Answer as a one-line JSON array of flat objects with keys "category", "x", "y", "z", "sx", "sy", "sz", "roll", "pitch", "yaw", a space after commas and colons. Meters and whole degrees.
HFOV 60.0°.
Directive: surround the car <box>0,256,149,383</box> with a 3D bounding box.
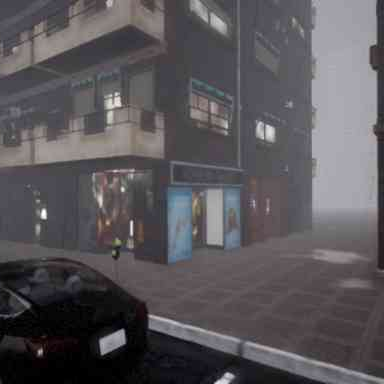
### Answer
[{"category": "car", "x": -2.514, "y": 1.609, "z": 4.664, "sx": 4.313, "sy": 1.339, "sz": 1.947, "roll": -1, "pitch": 0, "yaw": 36}]
